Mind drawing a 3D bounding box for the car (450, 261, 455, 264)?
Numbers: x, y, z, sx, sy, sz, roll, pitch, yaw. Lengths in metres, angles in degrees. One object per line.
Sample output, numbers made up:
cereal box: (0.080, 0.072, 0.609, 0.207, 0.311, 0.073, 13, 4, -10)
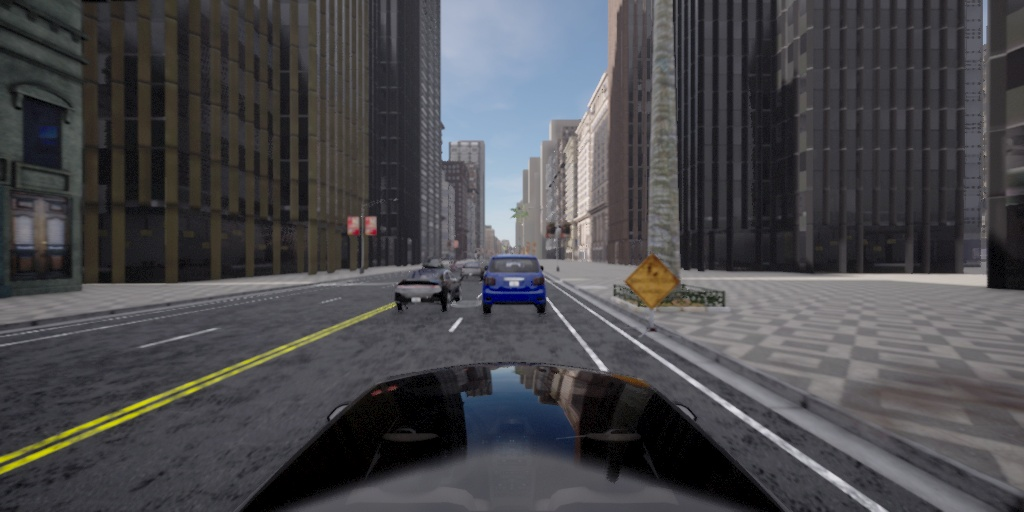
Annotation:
car: (-6.593, 1.273, 44.500, 1.812, 1.442, 4.674, 0, 0, 0)

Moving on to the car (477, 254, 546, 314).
car: (0.082, 0.968, 13.890, 2.150, 2.045, 5.566, 0, 0, 0)

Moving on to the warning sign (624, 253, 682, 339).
warning sign: (3.225, 0.864, 8.299, 1.300, 1.860, 1.060, 0, 0, 0)

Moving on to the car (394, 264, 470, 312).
car: (-3.168, 1.240, 14.320, 2.128, 1.511, 4.902, 0, 0, 0)

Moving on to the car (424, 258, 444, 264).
car: (-9.841, 1.099, 44.896, 2.097, 1.767, 4.553, 0, 0, 0)

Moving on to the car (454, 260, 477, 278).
car: (-3.167, 1.237, 30.018, 2.128, 1.511, 4.902, 0, 0, 0)
